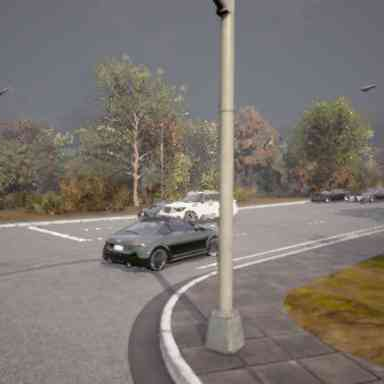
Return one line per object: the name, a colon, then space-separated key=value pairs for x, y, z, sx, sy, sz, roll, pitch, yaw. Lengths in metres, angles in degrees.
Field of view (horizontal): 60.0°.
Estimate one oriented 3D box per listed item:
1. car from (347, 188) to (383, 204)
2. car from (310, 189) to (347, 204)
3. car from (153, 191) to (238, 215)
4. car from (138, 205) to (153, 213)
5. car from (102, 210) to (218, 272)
car: x=18.824 y=0.327 z=34.438 sx=4.902 sy=1.511 sz=2.128 roll=-4 pitch=2 yaw=-29
car: x=15.111 y=0.409 z=36.338 sx=5.008 sy=1.535 sz=1.882 roll=-4 pitch=2 yaw=-30
car: x=0.564 y=0.981 z=21.720 sx=5.566 sy=2.045 sz=2.150 roll=-2 pitch=1 yaw=-40
car: x=-1.860 y=1.297 z=24.197 sx=4.181 sy=1.385 sz=1.994 roll=-1 pitch=1 yaw=-40
car: x=-0.763 y=1.497 z=10.735 sx=1.994 sy=1.385 sz=4.181 roll=0 pitch=0 yaw=39
